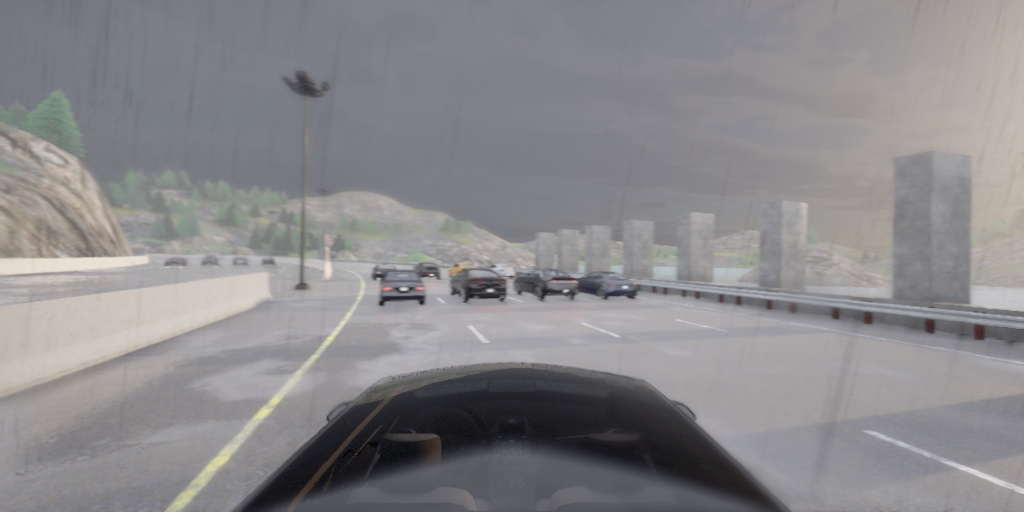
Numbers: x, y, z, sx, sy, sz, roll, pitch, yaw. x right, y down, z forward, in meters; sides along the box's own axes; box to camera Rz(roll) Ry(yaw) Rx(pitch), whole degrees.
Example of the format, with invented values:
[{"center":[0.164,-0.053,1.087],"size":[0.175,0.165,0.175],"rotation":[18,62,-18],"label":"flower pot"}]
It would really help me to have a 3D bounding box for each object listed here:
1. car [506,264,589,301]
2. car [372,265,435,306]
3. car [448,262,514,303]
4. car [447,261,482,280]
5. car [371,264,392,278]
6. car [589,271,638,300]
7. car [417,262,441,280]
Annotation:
[{"center":[1.597,1.371,18.415],"size":[2.128,1.511,4.902],"rotation":[1,0,-20],"label":"car"},{"center":[-4.887,1.289,15.772],"size":[2.033,1.411,5.357],"rotation":[1,0,-20],"label":"car"},{"center":[-1.757,1.287,17.395],"size":[1.882,1.535,5.008],"rotation":[1,0,-20],"label":"car"},{"center":[-4.524,1.330,33.406],"size":[1.882,1.535,5.008],"rotation":[1,0,-25],"label":"car"},{"center":[-10.741,1.318,30.178],"size":[1.895,1.301,4.718],"rotation":[1,0,-25],"label":"car"},{"center":[4.894,1.511,19.584],"size":[1.994,1.385,4.181],"rotation":[1,0,-20],"label":"car"},{"center":[-7.635,1.292,31.800],"size":[1.837,1.490,4.892],"rotation":[1,0,-25],"label":"car"}]
